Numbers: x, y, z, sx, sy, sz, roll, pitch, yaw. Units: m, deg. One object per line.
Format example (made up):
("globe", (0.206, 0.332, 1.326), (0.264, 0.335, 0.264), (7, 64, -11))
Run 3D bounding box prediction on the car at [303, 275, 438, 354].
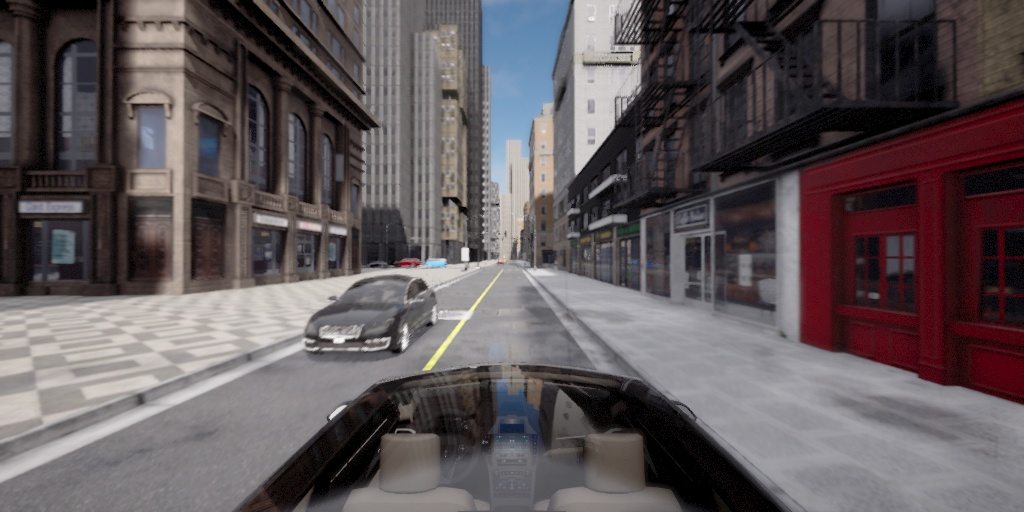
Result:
("car", (-3.102, 1.261, 8.853), (1.837, 1.490, 4.892), (0, 0, 0))
